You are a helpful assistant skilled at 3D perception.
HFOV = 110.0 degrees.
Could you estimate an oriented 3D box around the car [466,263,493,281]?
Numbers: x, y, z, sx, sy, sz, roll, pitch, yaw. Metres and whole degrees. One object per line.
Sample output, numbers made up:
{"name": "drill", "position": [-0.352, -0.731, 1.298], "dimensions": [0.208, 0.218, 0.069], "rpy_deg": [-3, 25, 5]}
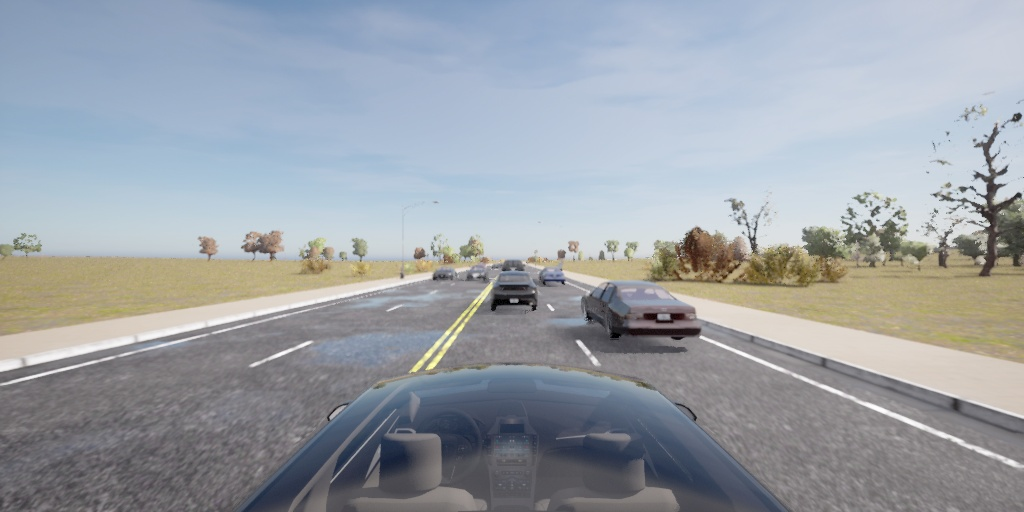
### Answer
{"name": "car", "position": [-3.355, 1.661, 35.413], "dimensions": [2.128, 1.511, 4.902], "rpy_deg": [0, -1, 0]}

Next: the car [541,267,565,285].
{"name": "car", "position": [3.338, 1.655, 30.438], "dimensions": [2.033, 1.411, 5.357], "rpy_deg": [0, -1, 0]}

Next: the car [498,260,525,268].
{"name": "car", "position": [0.090, 1.378, 34.388], "dimensions": [2.150, 2.045, 5.566], "rpy_deg": [0, -1, 0]}

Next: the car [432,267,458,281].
{"name": "car", "position": [-6.604, 1.737, 35.703], "dimensions": [1.994, 1.385, 4.181], "rpy_deg": [0, -1, 0]}

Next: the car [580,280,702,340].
{"name": "car", "position": [3.329, 1.406, 10.358], "dimensions": [2.033, 1.411, 5.357], "rpy_deg": [0, -1, 0]}

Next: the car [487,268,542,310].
{"name": "car", "position": [0.088, 1.430, 15.663], "dimensions": [1.837, 1.490, 4.892], "rpy_deg": [0, -1, 0]}
